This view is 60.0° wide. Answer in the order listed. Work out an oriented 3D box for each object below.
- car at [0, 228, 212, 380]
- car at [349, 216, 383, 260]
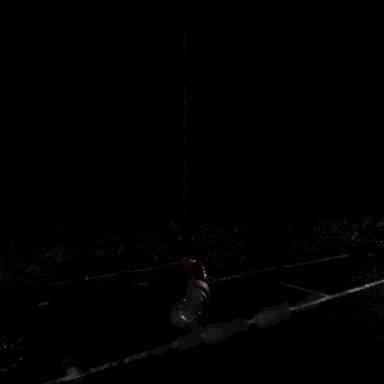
[{"bbox_3d":[-1.730,1.453,5.418,4.097,1.590,1.967,1,-1,-36],"label":"car"},{"bbox_3d":[7.446,1.539,11.967,4.097,1.590,1.967,1,-1,-36],"label":"car"}]
